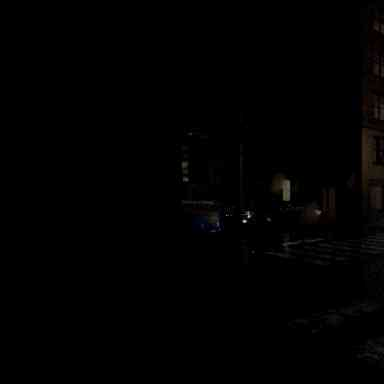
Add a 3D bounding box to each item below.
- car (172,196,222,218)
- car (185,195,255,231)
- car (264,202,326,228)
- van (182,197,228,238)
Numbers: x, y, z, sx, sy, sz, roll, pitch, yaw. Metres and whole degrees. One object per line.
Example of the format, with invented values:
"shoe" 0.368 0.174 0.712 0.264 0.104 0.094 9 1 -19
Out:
"car" 0.370 1.292 31.538 2.192 1.841 5.009 0 0 -35
"car" 1.321 1.215 20.172 2.150 2.045 5.566 0 0 -33
"car" 6.782 1.423 22.392 1.967 1.590 4.097 0 0 -35
"van" -0.189 1.340 17.483 1.690 1.788 3.998 0 0 -35
